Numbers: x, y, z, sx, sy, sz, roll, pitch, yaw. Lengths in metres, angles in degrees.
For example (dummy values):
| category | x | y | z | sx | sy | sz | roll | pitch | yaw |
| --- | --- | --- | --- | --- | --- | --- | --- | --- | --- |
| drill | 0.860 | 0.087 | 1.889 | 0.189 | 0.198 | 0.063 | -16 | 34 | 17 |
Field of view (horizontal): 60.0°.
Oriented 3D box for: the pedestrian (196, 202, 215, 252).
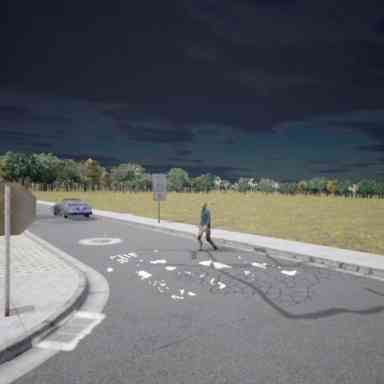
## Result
| category | x | y | z | sx | sy | sz | roll | pitch | yaw |
| --- | --- | --- | --- | --- | --- | --- | --- | --- | --- |
| pedestrian | 0.457 | 1.181 | 11.750 | 0.375 | 1.860 | 0.375 | 1 | -1 | -36 |

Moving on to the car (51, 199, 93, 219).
| category | x | y | z | sx | sy | sz | roll | pitch | yaw |
| --- | --- | --- | --- | --- | --- | --- | --- | --- | --- |
| car | -9.304 | 1.218 | 25.544 | 2.033 | 1.411 | 5.357 | 0 | 1 | -36 |
